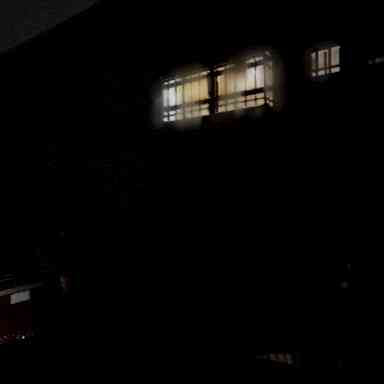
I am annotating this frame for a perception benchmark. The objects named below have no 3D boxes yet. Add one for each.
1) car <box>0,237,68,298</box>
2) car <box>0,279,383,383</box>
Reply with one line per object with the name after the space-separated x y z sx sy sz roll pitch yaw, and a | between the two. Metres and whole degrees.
-3.924 1.474 5.682 4.097 1.590 1.967 0 -1 36 | car
0.709 1.569 2.376 4.313 1.339 1.947 0 -1 36 | car
